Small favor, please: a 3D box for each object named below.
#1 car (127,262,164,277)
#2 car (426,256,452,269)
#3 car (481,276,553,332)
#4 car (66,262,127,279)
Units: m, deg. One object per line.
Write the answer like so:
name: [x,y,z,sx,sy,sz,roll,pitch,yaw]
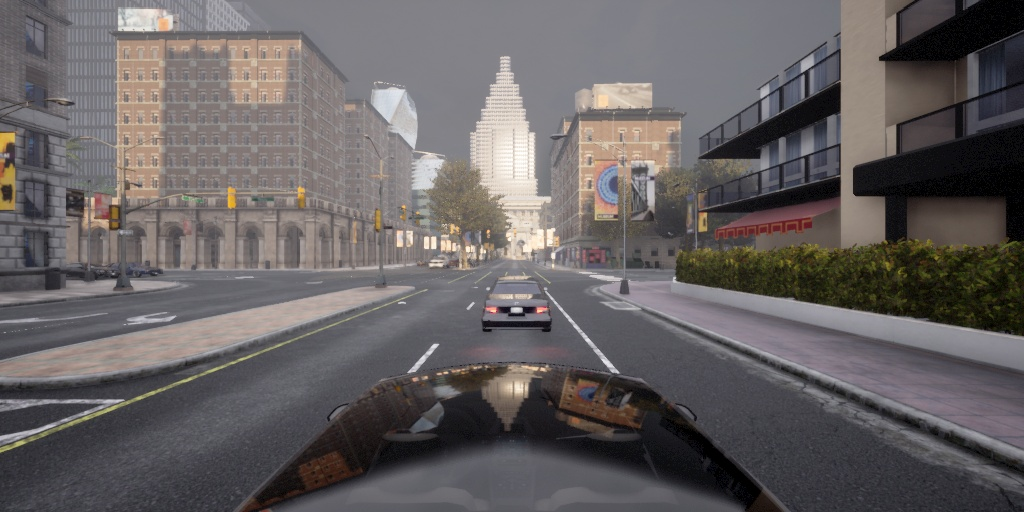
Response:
car: [-37.008,1.297,34.629,5.357,1.411,2.033,0,0,0]
car: [-11.123,0.971,55.054,2.150,2.045,5.566,0,0,1]
car: [0.144,1.297,10.812,2.033,1.411,5.357,0,0,1]
car: [-36.943,1.276,31.137,4.674,1.442,1.812,0,0,0]
